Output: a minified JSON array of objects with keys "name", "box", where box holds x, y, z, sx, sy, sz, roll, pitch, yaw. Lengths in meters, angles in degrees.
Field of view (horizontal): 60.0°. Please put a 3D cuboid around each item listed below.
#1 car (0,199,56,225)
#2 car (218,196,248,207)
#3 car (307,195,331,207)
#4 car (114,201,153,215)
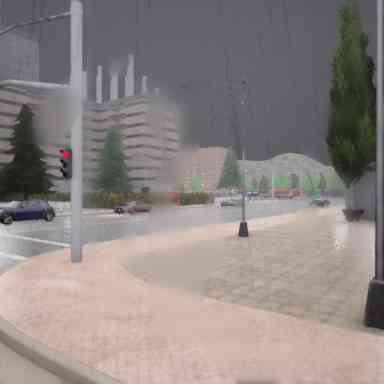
[{"name":"car","box":[-12.505,1.347,24.388,2.097,1.767,4.553,0,0,36]},{"name":"car","box":[6.113,1.595,49.923,1.895,1.301,4.718,0,0,37]},{"name":"car","box":[19.239,1.523,49.867,1.812,1.442,4.674,0,0,36]},{"name":"car","box":[-5.850,1.559,33.566,1.994,1.385,4.181,0,0,35]}]
